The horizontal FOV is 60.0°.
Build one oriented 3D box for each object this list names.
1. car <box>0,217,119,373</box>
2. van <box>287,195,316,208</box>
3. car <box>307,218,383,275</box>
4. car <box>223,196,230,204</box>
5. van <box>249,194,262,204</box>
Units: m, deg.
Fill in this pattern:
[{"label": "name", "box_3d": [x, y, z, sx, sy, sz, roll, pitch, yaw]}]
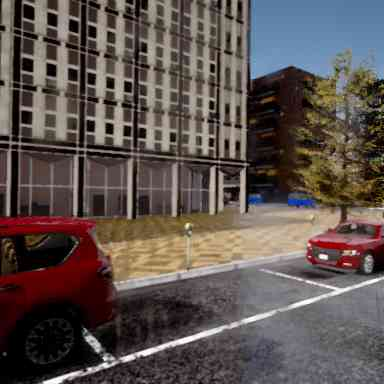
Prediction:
[{"label": "car", "box_3d": [-3.396, 1.315, 4.114, 5.009, 1.841, 2.192, 0, 1, -36]}, {"label": "van", "box_3d": [13.939, 1.176, 41.839, 1.690, 1.788, 3.998, 1, -1, -36]}, {"label": "car", "box_3d": [5.456, 1.541, 10.461, 4.507, 1.381, 1.887, 0, 1, -36]}, {"label": "car", "box_3d": [4.072, 1.103, 55.551, 2.192, 1.841, 5.009, 1, -1, -36]}, {"label": "van", "box_3d": [10.872, 1.281, 60.446, 1.690, 1.788, 3.998, 1, -1, -36]}]
